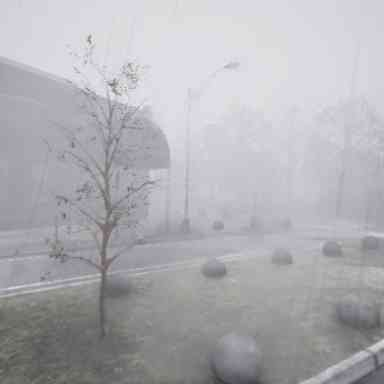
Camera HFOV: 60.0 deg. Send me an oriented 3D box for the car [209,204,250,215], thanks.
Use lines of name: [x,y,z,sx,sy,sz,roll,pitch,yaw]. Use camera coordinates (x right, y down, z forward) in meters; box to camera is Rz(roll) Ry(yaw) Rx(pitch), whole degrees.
car: [4.411,2.068,39.872,4.718,1.301,1.895,1,-1,35]
